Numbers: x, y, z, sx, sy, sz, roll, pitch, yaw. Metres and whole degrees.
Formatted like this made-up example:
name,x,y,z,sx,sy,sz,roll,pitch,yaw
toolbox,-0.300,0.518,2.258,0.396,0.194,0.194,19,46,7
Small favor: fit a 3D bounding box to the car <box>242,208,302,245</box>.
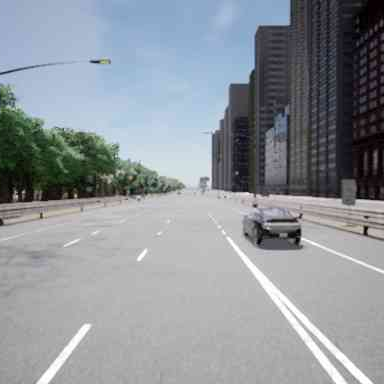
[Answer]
name,x,y,z,sx,sy,sz,roll,pitch,yaw
car,3.545,1.469,15.391,2.128,1.511,4.902,0,0,-1
